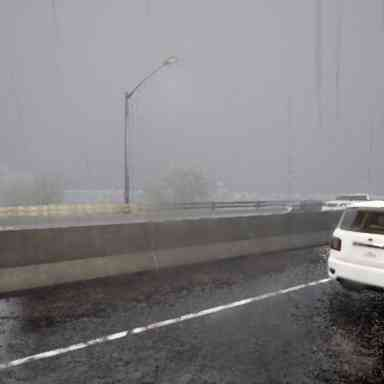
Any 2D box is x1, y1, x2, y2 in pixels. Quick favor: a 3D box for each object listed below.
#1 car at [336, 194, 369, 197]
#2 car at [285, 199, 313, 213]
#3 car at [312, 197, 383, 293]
[{"bbox_3d":[14.689,1.180,31.326,5.566,2.045,2.150,0,0,-34],"label":"car"},{"bbox_3d":[11.368,1.451,33.286,4.902,1.511,2.128,0,0,-34],"label":"car"},{"bbox_3d":[5.419,1.204,7.577,5.566,2.045,2.150,0,0,-35],"label":"car"}]
